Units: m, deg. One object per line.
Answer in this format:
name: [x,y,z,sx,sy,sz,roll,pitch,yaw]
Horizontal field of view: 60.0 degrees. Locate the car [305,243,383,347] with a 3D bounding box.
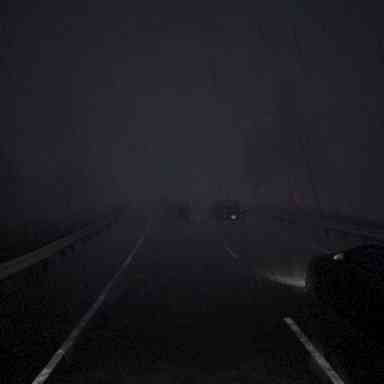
car: [3.447,1.523,5.464,1.994,1.385,4.181,0,0,-1]

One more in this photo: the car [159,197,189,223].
car: [-1.244,1.364,23.944,1.812,1.442,4.674,0,0,-6]

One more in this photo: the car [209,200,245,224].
car: [2.353,1.332,23.147,2.128,1.511,4.902,0,0,-5]

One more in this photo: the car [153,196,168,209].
car: [-3.653,1.229,41.405,1.837,1.490,4.892,0,1,-10]
